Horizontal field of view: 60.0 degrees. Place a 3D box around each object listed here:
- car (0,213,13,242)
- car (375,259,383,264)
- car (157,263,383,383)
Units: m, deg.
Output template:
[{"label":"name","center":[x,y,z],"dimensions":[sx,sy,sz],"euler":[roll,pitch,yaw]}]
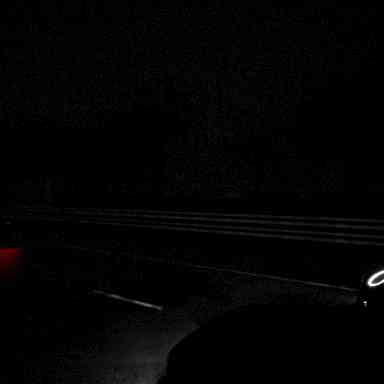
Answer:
[{"label":"car","center":[-10.327,1.581,15.648],"dimensions":[4.892,1.490,1.837],"euler":[0,0,35]},{"label":"car","center":[4.923,1.348,4.780],"dimensions":[4.553,1.767,2.097],"euler":[0,0,35]},{"label":"car","center":[2.286,1.545,2.364],"dimensions":[5.357,1.411,2.033],"euler":[0,0,35]}]
